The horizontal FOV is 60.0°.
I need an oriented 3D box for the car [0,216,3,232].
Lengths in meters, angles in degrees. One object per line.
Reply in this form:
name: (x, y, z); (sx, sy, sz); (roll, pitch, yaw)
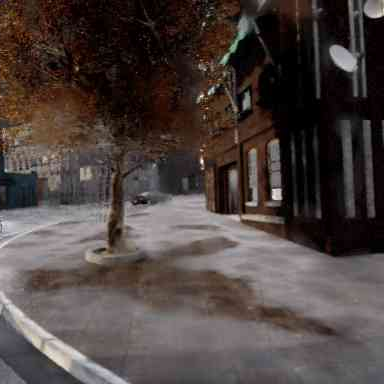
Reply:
car: (-10.419, 1.371, 15.172); (1.882, 1.535, 5.008); (-2, 1, -11)

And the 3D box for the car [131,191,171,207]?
car: (-4.217, 0.663, 34.768); (1.882, 1.535, 5.008); (-3, 1, 34)
